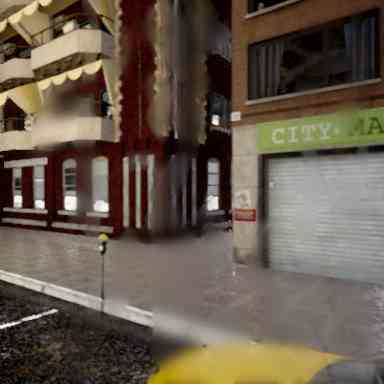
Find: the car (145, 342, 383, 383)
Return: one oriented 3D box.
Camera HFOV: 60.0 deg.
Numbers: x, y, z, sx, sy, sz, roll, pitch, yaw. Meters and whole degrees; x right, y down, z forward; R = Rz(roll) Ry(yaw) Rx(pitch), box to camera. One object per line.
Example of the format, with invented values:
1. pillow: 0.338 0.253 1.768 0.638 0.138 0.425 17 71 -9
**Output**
1. car: 1.643 1.526 1.704 4.829 1.417 1.752 0 0 35
